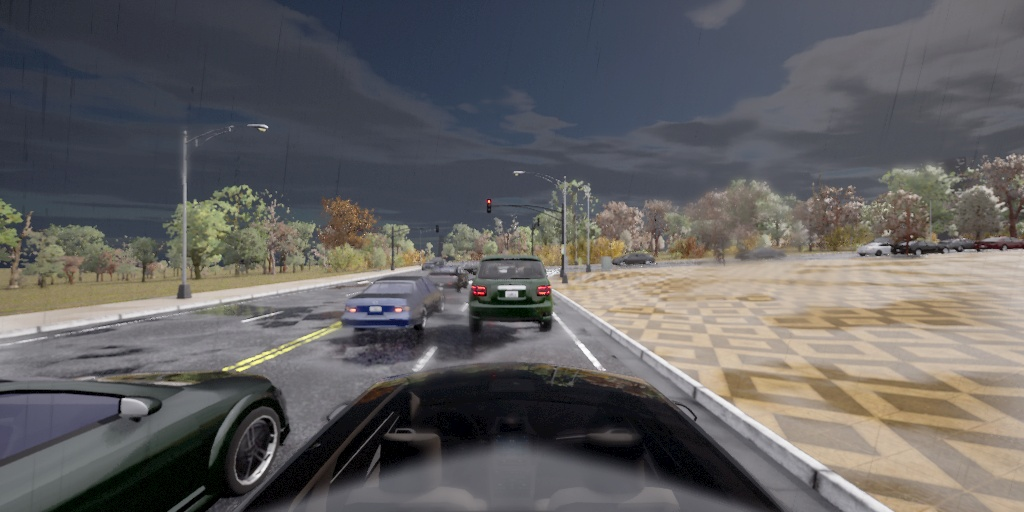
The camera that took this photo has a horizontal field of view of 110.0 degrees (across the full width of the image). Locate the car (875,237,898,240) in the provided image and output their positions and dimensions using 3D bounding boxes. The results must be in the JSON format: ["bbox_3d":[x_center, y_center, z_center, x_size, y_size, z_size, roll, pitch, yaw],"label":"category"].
[{"bbox_3d":[45.207,-1.249,43.261,5.566,2.045,2.150,-2,0,-6],"label":"car"}]

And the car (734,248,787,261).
[{"bbox_3d":[28.986,-0.196,41.841,5.357,1.411,2.033,-3,0,-4],"label":"car"}]

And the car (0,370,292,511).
[{"bbox_3d":[-3.173,1.314,1.831,1.994,1.385,4.181,0,0,0],"label":"car"}]

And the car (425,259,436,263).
[{"bbox_3d":[-12.545,1.498,54.781,1.994,1.385,4.181,0,0,-5],"label":"car"}]

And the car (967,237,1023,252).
[{"bbox_3d":[51.156,-1.254,37.401,5.008,1.535,1.882,-3,0,-7],"label":"car"}]

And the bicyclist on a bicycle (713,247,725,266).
[{"bbox_3d":[17.399,0.053,30.158,0.582,1.620,1.656,-2,0,-3],"label":"bicyclist on a bicycle"}]

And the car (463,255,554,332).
[{"bbox_3d":[-0.062,0.993,11.052,2.150,2.045,5.566,0,0,-1],"label":"car"}]

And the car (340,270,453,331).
[{"bbox_3d":[-3.311,1.319,11.053,2.033,1.411,5.357,0,0,-1],"label":"car"}]

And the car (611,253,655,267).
[{"bbox_3d":[13.743,0.455,40.894,4.892,1.490,1.837,-2,0,-3],"label":"car"}]

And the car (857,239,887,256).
[{"bbox_3d":[40.574,-0.740,39.466,4.674,1.442,1.812,-3,0,-6],"label":"car"}]

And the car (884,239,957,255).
[{"bbox_3d":[41.237,-0.819,36.267,5.008,1.535,1.882,-3,0,-5],"label":"car"}]

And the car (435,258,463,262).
[{"bbox_3d":[-4.568,1.200,34.877,2.128,1.511,4.902,-1,1,39],"label":"car"}]

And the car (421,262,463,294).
[{"bbox_3d":[-3.624,1.290,20.800,2.128,1.511,4.902,0,0,0],"label":"car"}]
